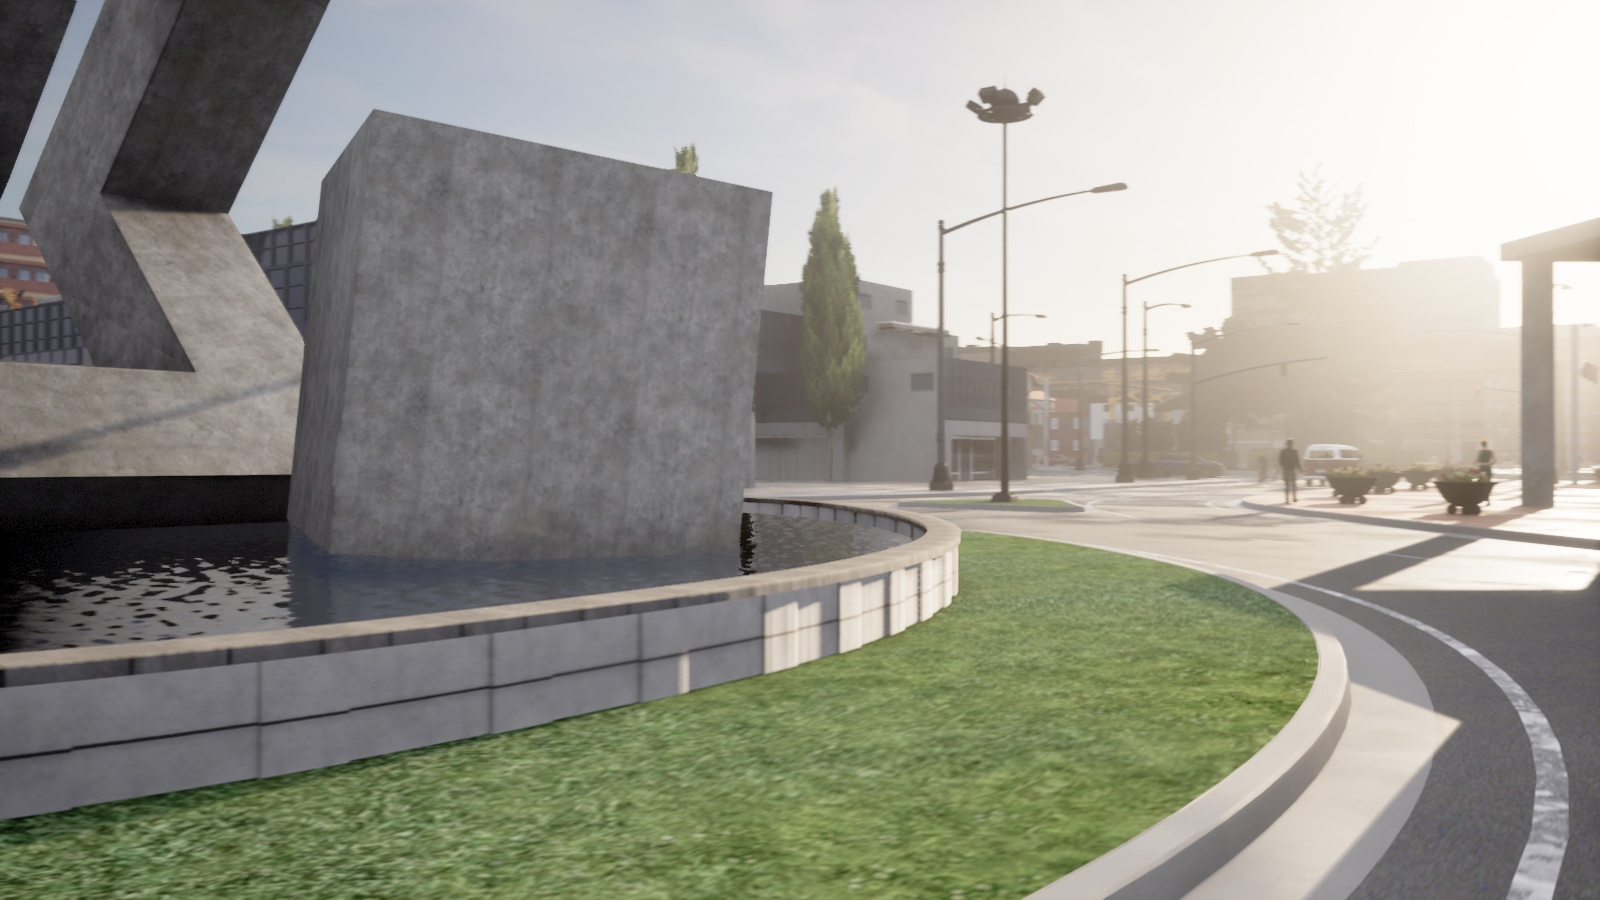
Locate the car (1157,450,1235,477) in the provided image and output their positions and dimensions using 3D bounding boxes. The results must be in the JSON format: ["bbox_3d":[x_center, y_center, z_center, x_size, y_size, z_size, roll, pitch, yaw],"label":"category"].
[{"bbox_3d":[26.180,0.862,83.089,4.553,1.767,2.097,0,0,31],"label":"car"}]

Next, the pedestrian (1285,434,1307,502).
[{"bbox_3d":[13.553,0.495,34.317,0.431,1.840,0.703,0,0,11],"label":"pedestrian"}]

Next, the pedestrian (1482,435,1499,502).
[{"bbox_3d":[18.976,0.500,34.495,0.345,1.836,0.594,0,0,24],"label":"pedestrian"}]

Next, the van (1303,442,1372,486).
[{"bbox_3d":[25.955,0.635,60.567,2.069,2.038,4.480,0,0,37],"label":"van"}]
